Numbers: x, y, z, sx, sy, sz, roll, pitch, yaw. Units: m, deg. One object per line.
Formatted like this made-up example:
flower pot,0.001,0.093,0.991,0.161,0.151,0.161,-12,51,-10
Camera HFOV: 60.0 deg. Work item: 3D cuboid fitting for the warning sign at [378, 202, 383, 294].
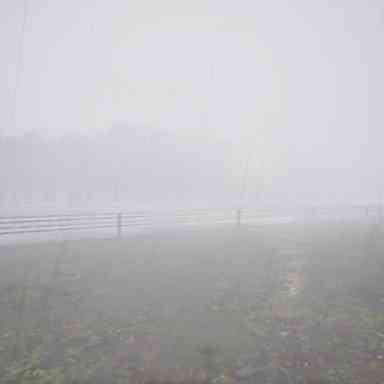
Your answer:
warning sign,4.639,1.152,6.632,1.060,1.860,1.300,0,0,-36
